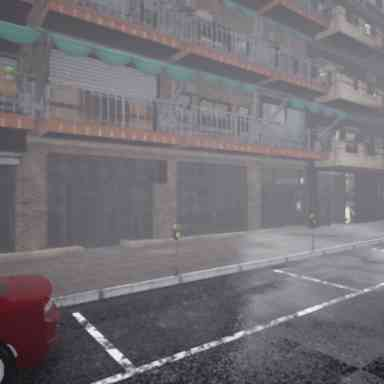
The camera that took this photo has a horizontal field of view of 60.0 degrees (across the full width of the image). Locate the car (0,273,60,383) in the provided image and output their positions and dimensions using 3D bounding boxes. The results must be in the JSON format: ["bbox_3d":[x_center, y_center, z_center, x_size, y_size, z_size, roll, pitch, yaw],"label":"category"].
[{"bbox_3d":[-3.772,1.553,3.397,4.507,1.381,1.887,-1,1,-36],"label":"car"}]
